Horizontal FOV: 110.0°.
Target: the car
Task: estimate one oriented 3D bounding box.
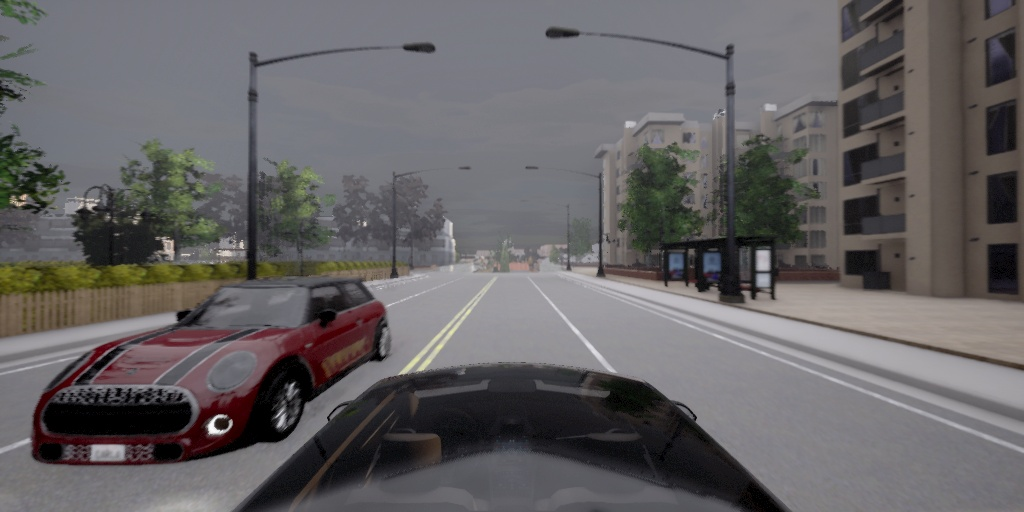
[{"bbox_3d":[-3.498,1.131,5.352,2.097,1.767,4.553,0,-1,0],"label":"car"}]
